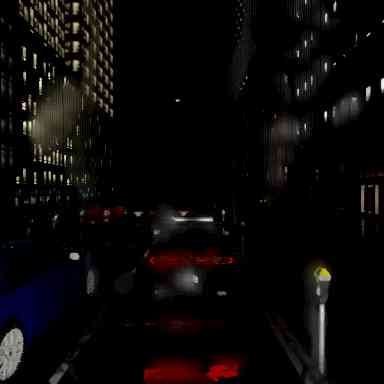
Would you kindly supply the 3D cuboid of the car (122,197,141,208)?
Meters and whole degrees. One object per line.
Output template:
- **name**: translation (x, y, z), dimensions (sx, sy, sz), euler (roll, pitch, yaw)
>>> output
- **car**: translation (-8.843, 1.541, 49.090), dimensions (2.008, 1.369, 4.403), euler (-1, 0, 0)

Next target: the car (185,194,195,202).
- **car**: translation (-0.465, 1.298, 77.509), dimensions (2.192, 1.841, 5.009), euler (-1, 0, 0)

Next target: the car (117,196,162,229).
- **car**: translation (-3.146, 1.349, 21.554), dimensions (2.097, 1.767, 4.553), euler (0, 0, 0)

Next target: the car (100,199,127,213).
- **car**: translation (-8.844, 1.544, 37.723), dimensions (2.008, 1.369, 4.403), euler (-1, 0, 0)

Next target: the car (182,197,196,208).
- **car**: translation (-0.463, 1.541, 49.090), dimensions (2.008, 1.369, 4.403), euler (-1, 0, 0)

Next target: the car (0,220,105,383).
- **car**: translation (-3.047, 1.476, 5.328), dimensions (1.882, 1.535, 5.008), euler (0, 0, 0)

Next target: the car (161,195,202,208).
- **car**: translation (-0.465, 1.311, 20.672), dimensions (2.192, 1.841, 5.009), euler (-1, 0, 0)

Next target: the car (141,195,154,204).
- **car**: translation (-8.845, 1.426, 66.141), dimensions (1.967, 1.590, 4.097), euler (-1, 0, 0)

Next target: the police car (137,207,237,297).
- **police car**: translation (-0.012, 1.423, 8.762), dimensions (1.930, 1.638, 5.238), euler (0, 0, 0)

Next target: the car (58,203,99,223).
- **car**: translation (-8.843, 1.577, 26.356), dimensions (1.802, 1.307, 4.206), euler (-1, 0, 0)

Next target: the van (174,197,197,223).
- **van**: translation (-0.465, 1.336, 26.356), dimensions (1.690, 1.788, 3.998), euler (-1, 0, 0)

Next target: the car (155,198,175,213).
- **car**: translation (-3.046, 1.498, 38.459), dimensions (1.837, 1.490, 4.892), euler (0, 0, 0)

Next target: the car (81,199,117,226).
- **car**: translation (-6.245, 1.348, 23.208), dimensions (2.097, 1.767, 4.553), euler (0, 0, 0)

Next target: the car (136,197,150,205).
- **car**: translation (-8.843, 1.570, 60.458), dimensions (1.802, 1.307, 4.206), euler (-1, 0, 0)

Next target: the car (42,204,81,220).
- **car**: translation (-8.844, 1.547, 20.672), dimensions (2.008, 1.369, 4.403), euler (-1, 0, 0)

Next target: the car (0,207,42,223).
- **car**: translation (-8.843, 1.542, 14.989), dimensions (1.887, 1.381, 4.507), euler (-1, 0, 0)

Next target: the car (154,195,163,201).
- **car**: translation (-8.844, 1.545, 88.876), dimensions (1.947, 1.339, 4.313), euler (-1, 0, 0)
